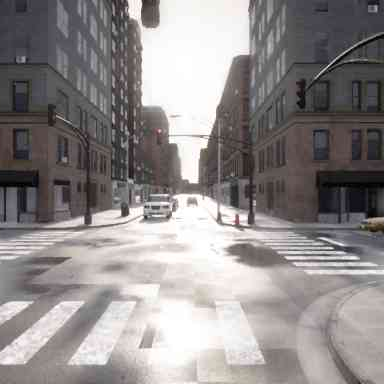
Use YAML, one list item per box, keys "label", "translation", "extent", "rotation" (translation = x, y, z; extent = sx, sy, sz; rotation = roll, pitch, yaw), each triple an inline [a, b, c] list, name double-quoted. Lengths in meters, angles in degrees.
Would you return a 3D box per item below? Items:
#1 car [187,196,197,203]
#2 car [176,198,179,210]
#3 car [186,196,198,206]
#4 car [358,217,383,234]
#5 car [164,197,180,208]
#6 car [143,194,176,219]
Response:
- label: "car"
  translation: [-0.005, 1.571, 70.069]
  extent: [1.895, 1.301, 4.718]
  rotation: [0, 0, 0]
- label: "car"
  translation: [-2.904, 1.345, 39.472]
  extent: [2.097, 1.767, 4.553]
  rotation: [0, 0, 0]
- label: "car"
  translation: [0.018, 1.530, 55.868]
  extent: [2.033, 1.411, 5.357]
  rotation: [0, 0, -1]
- label: "car"
  translation: [11.606, 1.555, 17.912]
  extent: [4.829, 1.417, 1.752]
  rotation: [0, 0, 0]
- label: "car"
  translation: [-2.919, 1.534, 49.754]
  extent: [2.033, 1.411, 5.357]
  rotation: [0, 0, 0]
- label: "car"
  translation: [-2.894, 1.218, 29.207]
  extent: [2.150, 2.045, 5.566]
  rotation: [0, 0, 0]
